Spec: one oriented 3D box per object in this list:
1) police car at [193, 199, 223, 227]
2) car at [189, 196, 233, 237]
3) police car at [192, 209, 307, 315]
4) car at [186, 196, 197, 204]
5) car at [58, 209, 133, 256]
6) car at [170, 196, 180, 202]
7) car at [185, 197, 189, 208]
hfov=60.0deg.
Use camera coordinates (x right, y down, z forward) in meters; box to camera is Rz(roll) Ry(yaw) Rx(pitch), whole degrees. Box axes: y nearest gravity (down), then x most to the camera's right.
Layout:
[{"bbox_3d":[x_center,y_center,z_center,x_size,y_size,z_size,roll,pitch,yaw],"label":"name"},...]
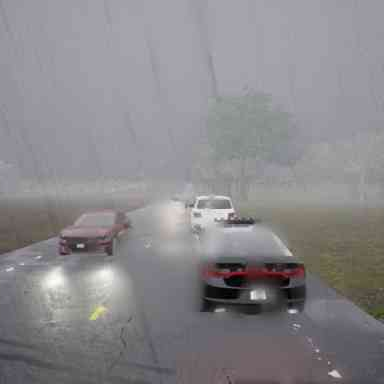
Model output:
[{"bbox_3d":[1.021,1.408,23.822,1.930,1.638,5.238,0,0,0],"label":"police car"},{"bbox_3d":[1.029,1.213,17.740,2.150,2.045,5.566,0,0,0],"label":"car"},{"bbox_3d":[1.041,1.421,7.820,1.930,1.638,5.238,0,0,0],"label":"police car"},{"bbox_3d":[-0.075,1.483,60.439,1.895,1.301,4.718,0,0,0],"label":"car"},{"bbox_3d":[-3.616,1.470,13.272,1.882,1.535,5.008,0,0,0],"label":"car"},{"bbox_3d":[-3.589,1.436,70.478,1.895,1.301,4.718,0,0,0],"label":"car"},{"bbox_3d":[-0.015,1.481,45.582,2.033,1.411,5.357,0,0,1],"label":"car"}]
